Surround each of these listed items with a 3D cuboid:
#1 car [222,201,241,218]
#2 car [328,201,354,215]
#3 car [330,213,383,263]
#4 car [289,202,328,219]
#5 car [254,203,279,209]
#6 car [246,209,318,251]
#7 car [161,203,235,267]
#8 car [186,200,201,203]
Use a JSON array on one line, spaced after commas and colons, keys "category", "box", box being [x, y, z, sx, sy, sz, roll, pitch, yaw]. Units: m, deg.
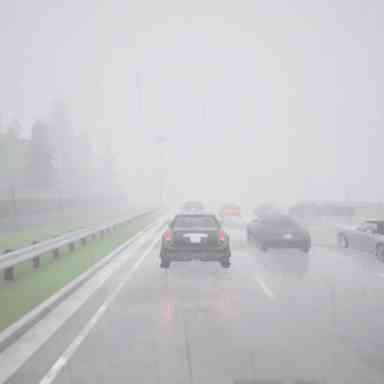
[{"category": "car", "box": [3.607, 1.681, 32.856, 1.882, 1.535, 5.008, 0, 0, 0]}, {"category": "car", "box": [14.107, 1.681, 32.853, 1.882, 1.535, 5.008, 0, 0, 0]}, {"category": "car", "box": [7.102, 1.677, 12.217, 1.895, 1.301, 4.718, 0, 0, 0]}, {"category": "car", "box": [10.607, 1.687, 31.457, 2.128, 1.511, 4.902, 0, 0, 0]}, {"category": "car", "box": [7.107, 1.762, 31.819, 1.994, 1.385, 4.181, 0, 0, 0]}, {"category": "car", "box": [3.604, 1.655, 14.485, 1.994, 1.385, 4.181, 0, 0, 0]}, {"category": "car", "box": [0.102, 1.425, 11.834, 2.097, 1.767, 4.553, 0, 0, 0]}, {"category": "car", "box": [0.106, 1.536, 29.855, 2.097, 1.767, 4.553, 0, 0, 0]}]
